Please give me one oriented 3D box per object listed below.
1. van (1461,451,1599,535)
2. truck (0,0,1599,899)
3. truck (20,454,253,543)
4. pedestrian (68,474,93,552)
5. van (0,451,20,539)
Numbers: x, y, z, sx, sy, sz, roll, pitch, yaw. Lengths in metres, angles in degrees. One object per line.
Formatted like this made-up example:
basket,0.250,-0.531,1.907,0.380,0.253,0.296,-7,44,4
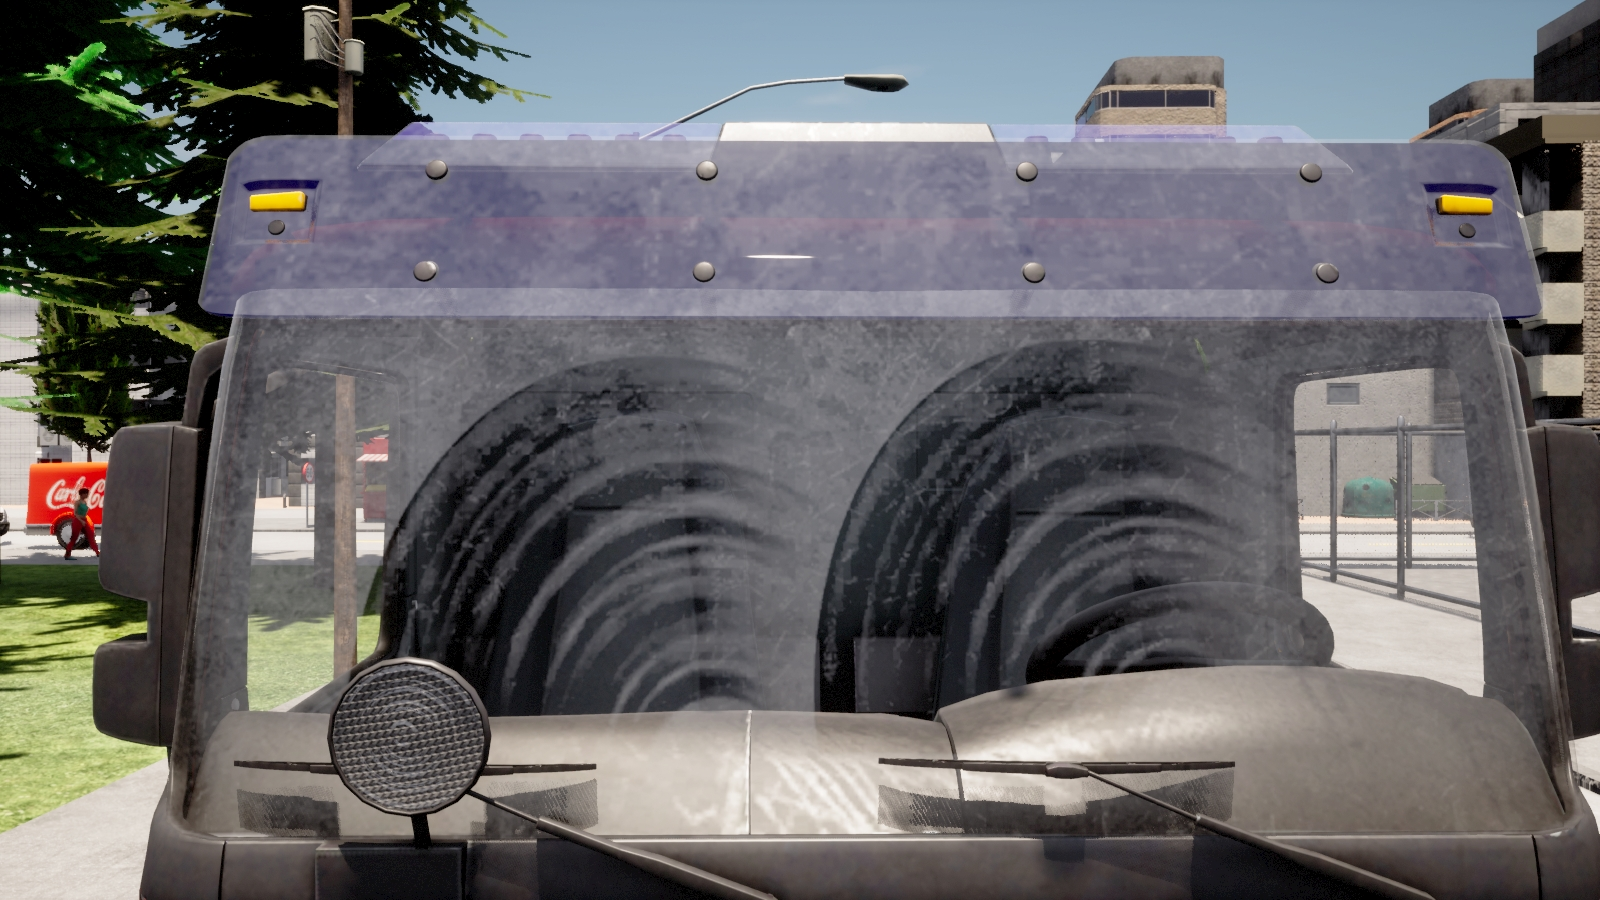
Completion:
van,24.242,1.314,35.747,5.915,2.561,1.988,0,0,1
truck,0.092,0.670,5.580,2.891,3.827,8.468,0,0,-1
truck,-19.012,1.348,32.943,5.204,2.467,2.627,0,0,1
pedestrian,-17.398,1.523,27.628,0.375,1.860,0.375,0,0,2
van,-26.239,1.314,33.169,5.915,2.561,1.988,0,0,2
